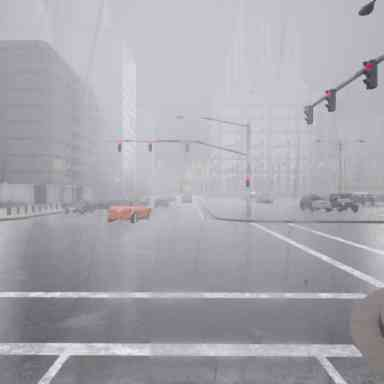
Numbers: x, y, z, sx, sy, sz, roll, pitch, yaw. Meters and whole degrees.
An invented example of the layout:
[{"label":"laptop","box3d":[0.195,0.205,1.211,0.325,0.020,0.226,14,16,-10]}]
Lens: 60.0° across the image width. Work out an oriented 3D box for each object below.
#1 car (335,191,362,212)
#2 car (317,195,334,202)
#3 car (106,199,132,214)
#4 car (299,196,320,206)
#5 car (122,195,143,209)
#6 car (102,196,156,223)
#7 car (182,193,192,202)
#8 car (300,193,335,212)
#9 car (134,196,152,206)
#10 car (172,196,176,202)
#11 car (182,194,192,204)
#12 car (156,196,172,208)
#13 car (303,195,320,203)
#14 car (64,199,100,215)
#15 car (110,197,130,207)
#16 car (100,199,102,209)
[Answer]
[{"label":"car","box3d":[16.064,1.156,35.650,1.905,1.878,3.866,0,0,0]},{"label":"car","box3d":[27.361,1.364,68.243,1.784,1.438,3.905,0,0,0]},{"label":"car","box3d":[-7.986,1.564,36.691,1.994,1.385,4.181,0,0,0]},{"label":"car","box3d":[18.731,1.395,53.123,1.970,1.475,3.806,0,0,0]},{"label":"car","box3d":[-8.034,1.352,45.393,2.097,1.767,4.553,0,0,0]},{"label":"car","box3d":[-4.690,1.352,25.496,2.097,1.767,4.553,0,0,12]},{"label":"car","box3d":[-1.101,1.181,74.352,2.097,1.767,4.553,0,0,0]},{"label":"car","box3d":[13.169,1.153,35.698,1.932,1.855,4.605,0,0,0]},{"label":"car","box3d":[-8.080,1.491,55.277,2.128,1.511,4.902,0,0,0]},{"label":"car","box3d":[-4.572,1.518,72.793,2.128,1.511,4.902,0,0,0]},{"label":"car","box3d":[-1.051,1.601,65.624,1.895,1.301,4.718,0,0,0]},{"label":"car","box3d":[-4.358,1.505,49.183,1.837,1.490,4.892,0,0,0]},{"label":"car","box3d":[24.466,1.395,68.238,1.970,1.475,3.806,0,0,0]},{"label":"car","box3d":[-11.471,1.492,34.097,2.128,1.511,4.902,0,0,0]},{"label":"car","box3d":[-11.576,1.547,53.905,2.033,1.411,5.357,0,0,0]},{"label":"car","box3d":[-11.524,1.601,43.365,1.895,1.301,4.718,0,0,0]}]
